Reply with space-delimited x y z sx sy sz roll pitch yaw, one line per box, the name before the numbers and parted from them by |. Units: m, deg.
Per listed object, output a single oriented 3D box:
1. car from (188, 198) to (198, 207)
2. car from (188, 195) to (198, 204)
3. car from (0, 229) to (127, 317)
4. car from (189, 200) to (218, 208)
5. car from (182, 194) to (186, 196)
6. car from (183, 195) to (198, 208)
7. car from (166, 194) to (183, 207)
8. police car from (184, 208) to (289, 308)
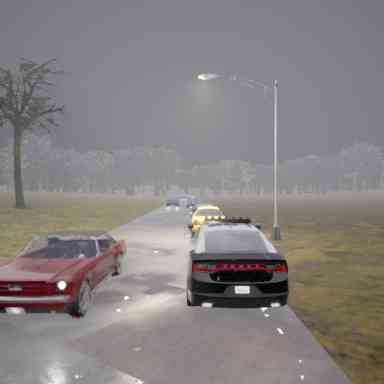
car | 0.879 1.452 24.008 1.882 1.535 5.008 0 0 0
car | 0.143 1.372 63.165 1.812 1.442 4.674 0 0 0
car | -2.833 1.596 7.546 1.895 1.301 4.718 0 0 0
car | 0.866 1.438 18.197 1.801 1.575 5.366 0 0 0
car | -2.538 1.180 93.766 1.882 1.535 5.008 0 0 0
car | 0.139 1.466 45.845 2.033 1.411 5.357 0 0 1
car | -2.741 1.456 48.572 2.033 1.411 5.357 0 0 0
police car | 0.843 1.420 8.117 1.930 1.638 5.238 0 0 0
